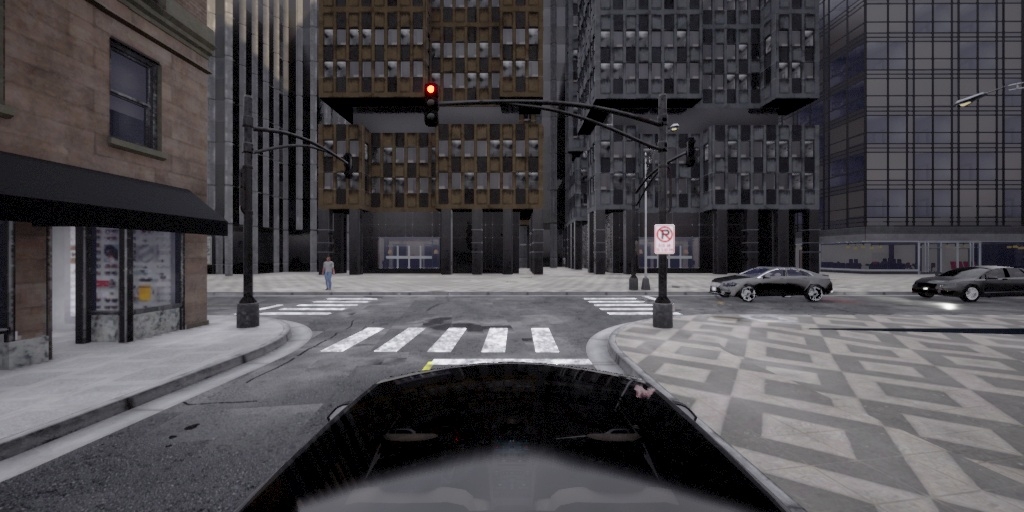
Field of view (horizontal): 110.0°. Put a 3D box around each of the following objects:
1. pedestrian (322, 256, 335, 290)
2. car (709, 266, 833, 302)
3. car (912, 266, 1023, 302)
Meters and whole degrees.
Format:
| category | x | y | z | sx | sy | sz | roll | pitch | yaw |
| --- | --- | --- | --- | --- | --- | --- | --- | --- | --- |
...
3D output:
| category | x | y | z | sx | sy | sz | roll | pitch | yaw |
| --- | --- | --- | --- | --- | --- | --- | --- | --- | --- |
| pedestrian | -9.935 | 0.900 | 19.446 | 0.375 | 1.860 | 0.375 | 0 | 0 | 0 |
| car | 11.629 | 1.221 | 16.275 | 4.902 | 1.511 | 2.128 | 0 | 0 | 0 |
| car | 21.149 | 1.222 | 16.211 | 4.892 | 1.490 | 1.837 | 0 | 0 | 1 |
